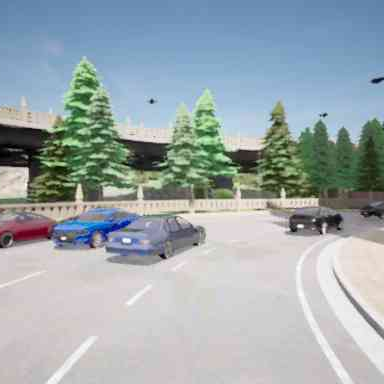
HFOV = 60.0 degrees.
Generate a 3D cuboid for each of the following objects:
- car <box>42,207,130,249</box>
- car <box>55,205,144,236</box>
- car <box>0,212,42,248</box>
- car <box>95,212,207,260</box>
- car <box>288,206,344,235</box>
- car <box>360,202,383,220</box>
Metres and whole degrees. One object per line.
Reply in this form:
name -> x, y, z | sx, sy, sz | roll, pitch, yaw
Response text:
car -> -4.104, 1.536, 15.249 | 1.882, 1.535, 5.008 | 0, 0, 21
car -> -5.426, 1.625, 20.324 | 2.033, 1.411, 5.357 | 0, 0, 30
car -> -7.995, 1.620, 15.049 | 1.994, 1.385, 4.181 | 0, 0, 21
car -> -1.120, 1.598, 12.888 | 2.033, 1.411, 5.357 | 0, 0, 22
car -> 7.353, 1.585, 19.493 | 1.837, 1.490, 4.892 | -1, -1, 41
car -> 17.389, 1.630, 29.734 | 4.892, 1.490, 1.837 | 0, -1, -19
